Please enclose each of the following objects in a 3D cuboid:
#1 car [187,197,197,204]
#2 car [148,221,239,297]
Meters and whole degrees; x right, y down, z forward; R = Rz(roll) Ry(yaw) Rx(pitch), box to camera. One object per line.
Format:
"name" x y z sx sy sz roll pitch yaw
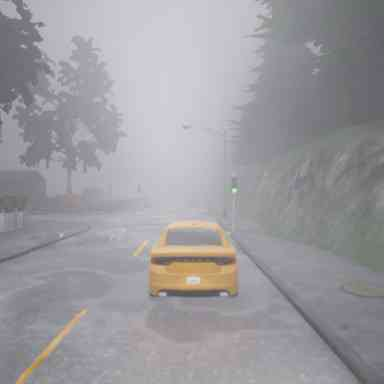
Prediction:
"car" 0.067 1.640 62.398 1.895 1.301 4.718 0 0 0
"car" 0.044 1.483 8.656 1.882 1.535 5.008 0 0 0
